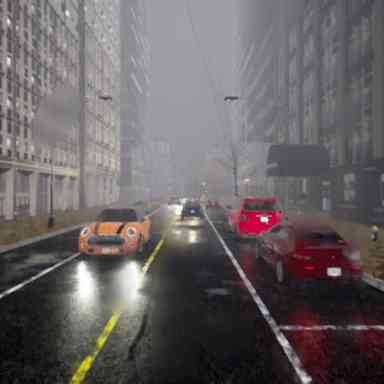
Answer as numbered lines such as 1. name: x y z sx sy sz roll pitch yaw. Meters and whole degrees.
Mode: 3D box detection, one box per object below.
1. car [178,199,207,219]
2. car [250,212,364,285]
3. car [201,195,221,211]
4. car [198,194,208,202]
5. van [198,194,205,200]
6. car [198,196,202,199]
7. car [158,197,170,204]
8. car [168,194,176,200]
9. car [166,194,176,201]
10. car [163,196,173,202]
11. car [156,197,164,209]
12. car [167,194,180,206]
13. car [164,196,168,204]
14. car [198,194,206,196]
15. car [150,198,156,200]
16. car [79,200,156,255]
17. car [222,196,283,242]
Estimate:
1. car: 0.042 1.573 29.005 1.994 1.385 4.181 0 0 0
2. car: 3.020 1.529 9.367 1.812 1.442 4.674 0 0 0
3. car: 2.551 1.451 41.385 1.967 1.590 4.097 0 0 0
4. car: 2.545 1.325 80.216 2.192 1.841 5.009 0 0 0
5. van: 2.537 1.348 91.313 1.690 1.788 3.998 0 0 0
6. car: 0.061 1.575 44.959 1.994 1.385 4.181 0 0 0
7. car: -5.335 1.593 63.573 1.802 1.307 4.206 0 0 0
8. car: -5.343 1.447 91.310 1.967 1.590 4.097 0 0 0
9. car: -5.341 1.323 85.763 2.192 1.841 5.009 0 0 0
10. car: -5.338 1.555 74.668 1.887 1.381 4.507 0 0 0
11. car: -5.330 1.536 46.760 1.752 1.417 4.829 0 0 0
12. car: -2.834 1.537 53.344 1.812 1.442 4.674 0 0 0
13. car: -5.332 1.577 52.478 1.947 1.339 4.313 0 0 0
14. car: 2.543 1.536 69.293 1.752 1.417 4.829 0 0 0
15. car: -5.327 1.592 35.836 1.802 1.307 4.206 0 0 0
16. car: -2.856 1.358 13.239 2.097 1.767 4.553 0 0 0
17. car: 2.976 1.227 16.397 2.150 2.045 5.566 0 0 0
